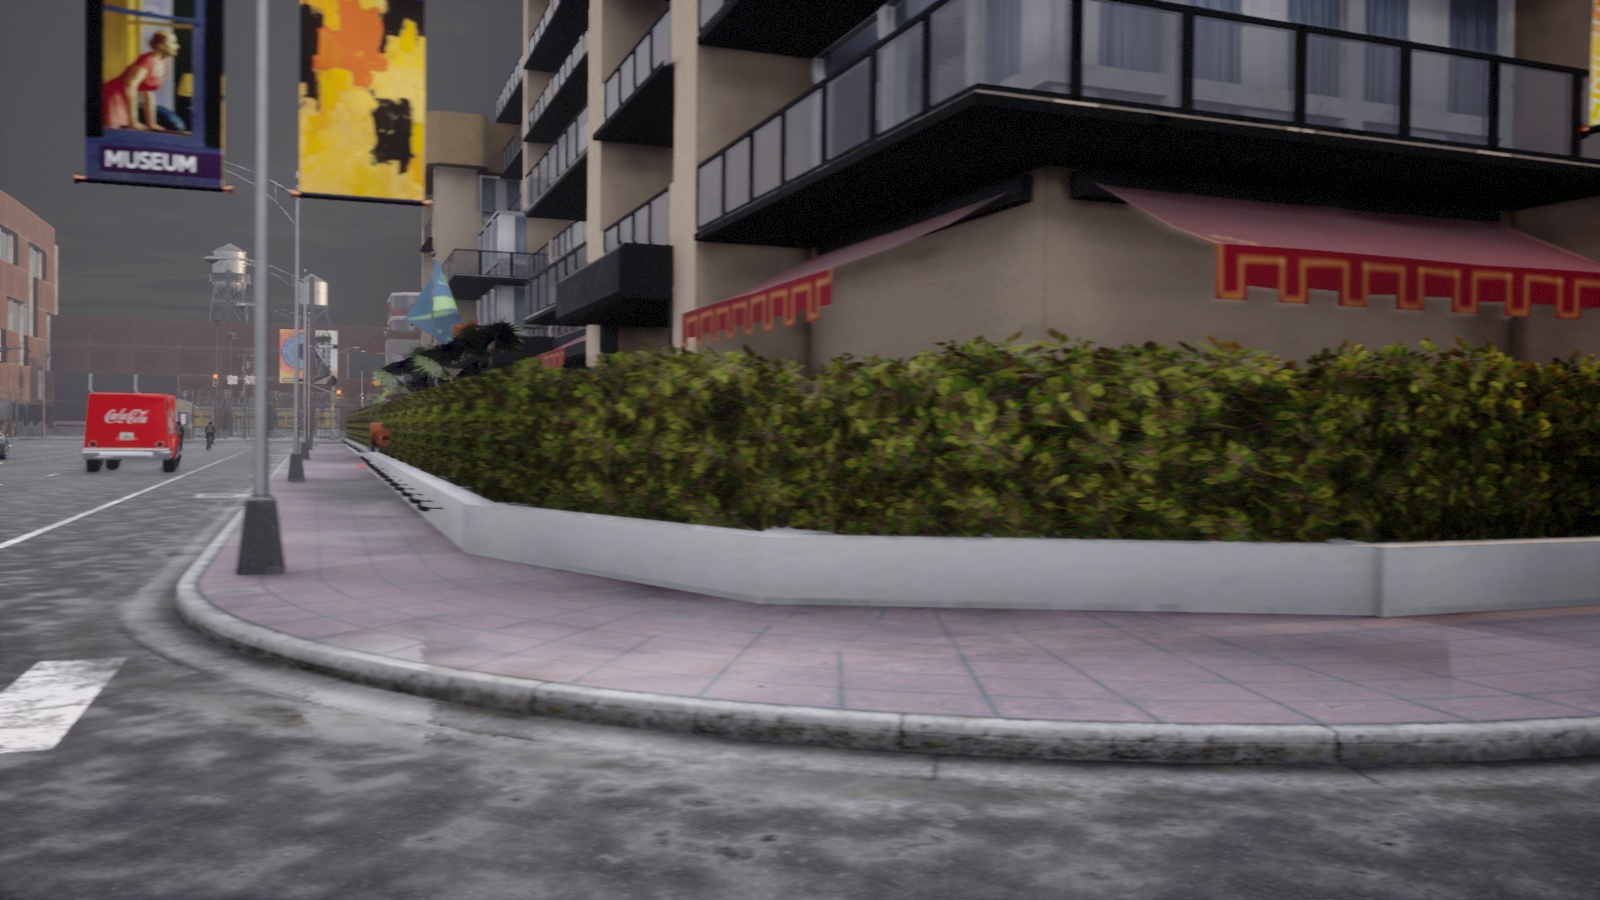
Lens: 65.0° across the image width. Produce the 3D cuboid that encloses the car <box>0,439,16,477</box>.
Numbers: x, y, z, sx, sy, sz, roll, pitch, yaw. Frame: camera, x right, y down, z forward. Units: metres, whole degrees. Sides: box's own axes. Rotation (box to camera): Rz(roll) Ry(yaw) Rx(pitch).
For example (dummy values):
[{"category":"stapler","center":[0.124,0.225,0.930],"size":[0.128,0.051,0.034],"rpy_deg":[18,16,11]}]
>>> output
[{"category":"car","center":[-31.907,0.319,48.537],"size":[1.970,1.475,3.806],"rpy_deg":[-1,1,-20]}]

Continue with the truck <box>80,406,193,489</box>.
[{"category":"truck","center":[-21.426,-0.121,40.800],"size":[2.627,2.467,5.204],"rpy_deg":[-1,1,-21]}]
